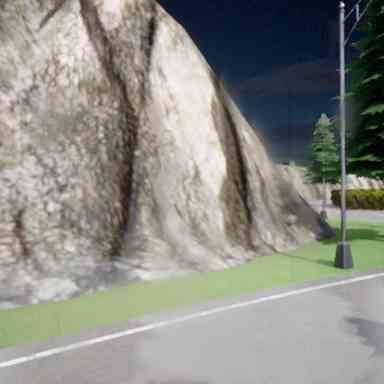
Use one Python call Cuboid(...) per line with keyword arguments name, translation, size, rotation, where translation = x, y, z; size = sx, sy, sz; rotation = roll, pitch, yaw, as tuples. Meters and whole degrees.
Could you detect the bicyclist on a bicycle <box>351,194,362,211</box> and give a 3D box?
Cuboid(name="bicyclist on a bicycle", translation=(16.501, 1.057, 33.366), size=(1.656, 1.620, 0.582), rotation=(-1, 1, -28))
